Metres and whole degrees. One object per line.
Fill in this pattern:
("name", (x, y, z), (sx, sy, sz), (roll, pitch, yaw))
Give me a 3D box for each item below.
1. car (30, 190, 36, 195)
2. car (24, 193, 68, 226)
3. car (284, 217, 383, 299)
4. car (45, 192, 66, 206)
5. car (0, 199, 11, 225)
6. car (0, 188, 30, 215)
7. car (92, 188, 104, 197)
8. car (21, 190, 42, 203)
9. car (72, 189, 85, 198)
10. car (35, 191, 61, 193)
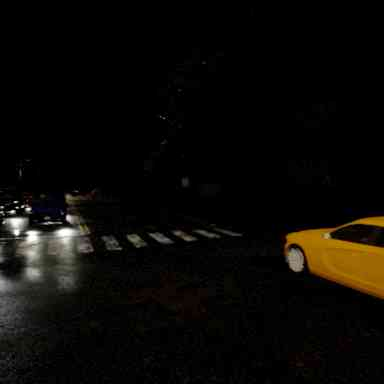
("car", (-18.220, 0.739, 35.936), (1.882, 1.535, 5.008), (-1, 2, -21))
("car", (-8.519, 1.048, 19.827), (1.882, 1.535, 5.008), (-1, 2, -21))
("car", (3.848, 1.223, 6.509), (1.882, 1.535, 5.008), (-1, 2, -21))
("car", (-15.659, 0.720, 38.326), (2.033, 1.411, 5.357), (-1, 2, -21))
("car", (-11.039, 1.262, 17.350), (1.895, 1.301, 4.718), (-1, 2, -21))
("car", (-14.578, 0.687, 26.441), (2.150, 2.045, 5.566), (-1, 2, -21))
("car", (-16.897, 0.063, 59.694), (1.882, 1.535, 5.008), (0, 1, -21))
("car", (-21.855, 0.548, 45.470), (2.128, 1.511, 4.902), (-1, 2, -21))
("car", (-20.152, 0.155, 59.035), (2.128, 1.511, 4.902), (-3, 1, -21))
("car", (-11.839, 0.878, 28.396), (2.128, 1.511, 4.902), (-1, 2, -21))
